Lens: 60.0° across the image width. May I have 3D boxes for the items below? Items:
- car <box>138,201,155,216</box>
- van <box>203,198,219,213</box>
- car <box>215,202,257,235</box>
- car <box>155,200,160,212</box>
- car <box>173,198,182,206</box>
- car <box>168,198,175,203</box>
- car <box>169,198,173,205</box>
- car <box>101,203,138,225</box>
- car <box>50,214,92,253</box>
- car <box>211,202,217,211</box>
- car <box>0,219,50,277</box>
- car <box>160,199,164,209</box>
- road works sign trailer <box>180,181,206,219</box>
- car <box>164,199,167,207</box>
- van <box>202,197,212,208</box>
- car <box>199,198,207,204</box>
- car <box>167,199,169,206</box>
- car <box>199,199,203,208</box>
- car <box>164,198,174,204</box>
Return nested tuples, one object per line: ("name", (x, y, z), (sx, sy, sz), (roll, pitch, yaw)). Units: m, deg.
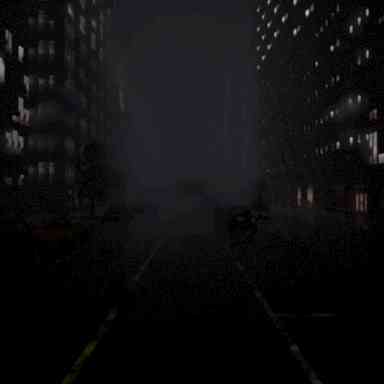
("car", (-5.691, 1.901, 37.240), (2.008, 1.369, 4.403), (-1, -1, 0))
("van", (2.689, 1.745, 42.924), (1.690, 1.788, 3.998), (-1, -1, 0))
("car", (2.685, 1.631, 20.190), (1.967, 1.590, 4.097), (-1, -1, 0))
("car", (-5.690, 1.970, 42.923), (1.947, 1.339, 4.313), (-1, -1, 0))
("car", (-2.988, 2.193, 71.772), (2.128, 1.511, 4.902), (0, -1, 0))
("car", (-5.681, 2.465, 94.074), (1.802, 1.307, 4.206), (-1, -1, 0))
("car", (-5.685, 2.221, 71.341), (2.008, 1.369, 4.403), (-1, -1, 0))
("car", (-5.694, 1.684, 25.875), (1.967, 1.590, 4.097), (-1, -1, 0))
("car", (-5.695, 1.661, 14.337), (1.752, 1.417, 4.829), (-1, -1, 0))
("car", (2.687, 1.771, 26.042), (1.752, 1.417, 4.829), (-1, -1, 0))
("car", (-5.697, 1.524, 8.825), (1.967, 1.590, 4.097), (-1, -1, 0))
("car", (-5.689, 2.002, 48.607), (1.887, 1.381, 4.507), (-1, -1, 0))
("road works sign trailer", (0.025, 0.768, 32.305), (2.380, 3.560, 2.880), (0, -1, 0))
("car", (-5.689, 2.061, 54.290), (2.008, 1.369, 4.403), (-1, -1, 0))
("van", (2.691, 1.905, 59.974), (1.690, 1.788, 3.998), (-1, -1, 0))
("car", (2.698, 2.328, 82.706), (2.008, 1.369, 4.403), (-1, -1, 0))
("car", (-5.687, 2.146, 59.974), (1.802, 1.307, 4.206), (-1, -1, 0))
("car", (2.690, 1.826, 54.291), (2.192, 1.841, 5.009), (-1, -1, 0))
("car", (-5.683, 2.327, 82.707), (2.008, 1.369, 4.403), (-1, -1, 0))
